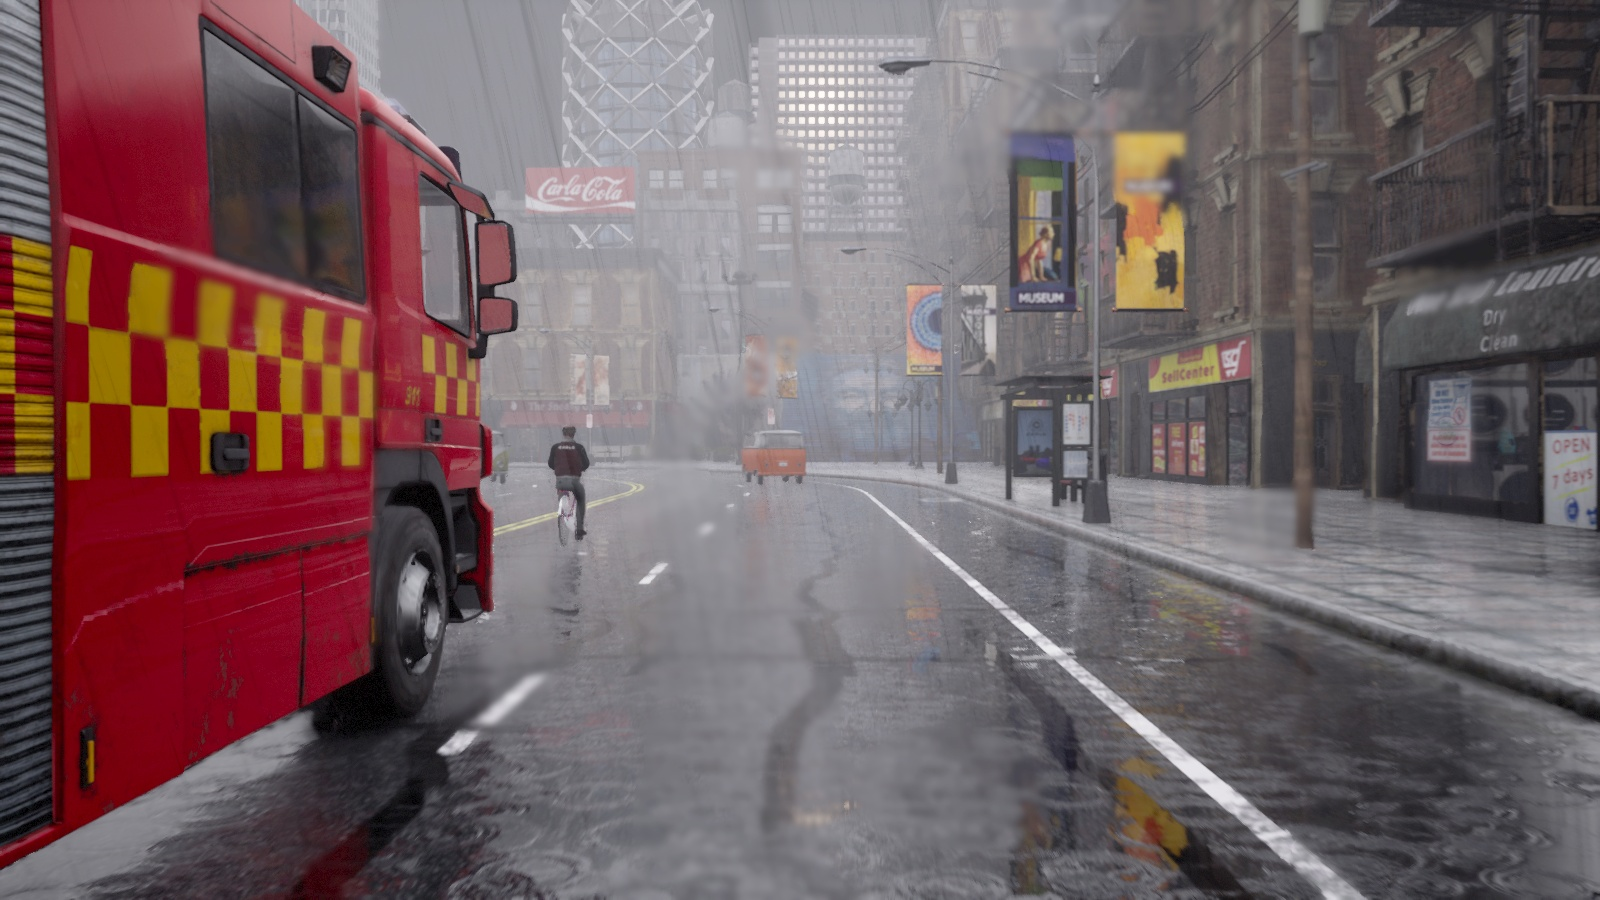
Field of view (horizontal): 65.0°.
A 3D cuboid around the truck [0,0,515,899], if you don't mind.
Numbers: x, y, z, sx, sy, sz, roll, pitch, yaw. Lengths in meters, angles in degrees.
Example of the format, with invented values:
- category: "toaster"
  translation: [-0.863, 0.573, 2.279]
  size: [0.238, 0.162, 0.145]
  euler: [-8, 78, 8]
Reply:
- category: "truck"
  translation: [-3.458, -0.446, 4.521]
  size: [2.891, 3.827, 8.468]
  euler: [0, 0, 0]

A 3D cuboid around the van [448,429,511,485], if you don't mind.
- category: "van"
  translation: [-11.959, 0.227, 46.653]
  size: [1.775, 1.987, 4.442]
  euler: [0, 0, -21]

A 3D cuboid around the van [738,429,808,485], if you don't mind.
- category: "van"
  translation: [-1.055, 0.235, 46.764]
  size: [1.775, 1.987, 4.442]
  euler: [0, 0, -12]

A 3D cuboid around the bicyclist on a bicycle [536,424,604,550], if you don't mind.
- category: "bicyclist on a bicycle"
  translation: [-3.380, 0.509, 18.600]
  size: [0.659, 1.776, 1.843]
  euler: [0, 1, 0]
